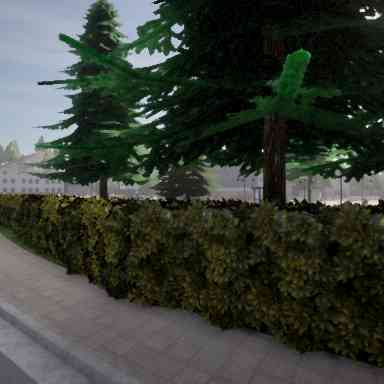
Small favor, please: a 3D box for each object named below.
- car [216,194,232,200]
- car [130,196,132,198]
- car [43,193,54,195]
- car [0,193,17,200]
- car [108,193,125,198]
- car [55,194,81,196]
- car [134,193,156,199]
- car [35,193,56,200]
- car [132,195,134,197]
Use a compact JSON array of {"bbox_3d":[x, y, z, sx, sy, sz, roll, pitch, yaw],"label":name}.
[{"bbox_3d":[7.943,1.340,81.033,2.097,1.767,4.553,0,0,-36],"label":"car"},{"bbox_3d":[-12.946,1.077,79.837,3.866,1.878,1.905,0,0,-36],"label":"car"},{"bbox_3d":[-29.670,1.298,72.102,4.514,1.523,2.007,0,0,-36],"label":"car"},{"bbox_3d":[-44.668,1.077,80.711,3.866,1.878,1.905,0,0,-36],"label":"car"},{"bbox_3d":[-20.412,1.154,90.228,5.027,1.636,2.152,0,0,-36],"label":"car"},{"bbox_3d":[-23.873,1.320,63.962,3.633,1.501,1.845,0,0,-36],"label":"car"},{"bbox_3d":[-7.949,1.384,60.636,3.806,1.475,1.970,0,0,-36],"label":"car"},{"bbox_3d":[-36.361,1.097,82.633,4.605,1.855,1.932,0,0,-36],"label":"car"},{"bbox_3d":[-10.916,1.097,77.718,4.605,1.855,1.932,0,0,-36],"label":"car"}]
